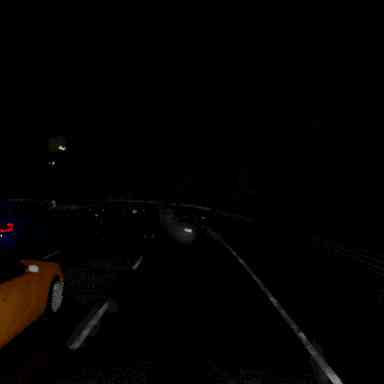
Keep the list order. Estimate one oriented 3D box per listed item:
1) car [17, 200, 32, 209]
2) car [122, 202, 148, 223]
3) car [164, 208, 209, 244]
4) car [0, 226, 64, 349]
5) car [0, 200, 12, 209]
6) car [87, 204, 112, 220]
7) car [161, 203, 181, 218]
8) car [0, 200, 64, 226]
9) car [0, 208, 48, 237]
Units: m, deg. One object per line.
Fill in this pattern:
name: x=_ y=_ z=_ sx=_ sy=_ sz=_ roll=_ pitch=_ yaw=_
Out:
car: x=-30.583 y=2.243 z=60.711 sx=1.994 sy=1.385 sz=4.181 roll=0 pitch=-1 yaw=-20
car: x=-4.918 y=1.674 z=28.989 sx=2.097 sy=1.767 sz=4.553 roll=0 pitch=-1 yaw=-7
car: x=-0.270 y=1.754 z=17.013 sx=1.994 sy=1.385 sz=4.181 roll=0 pitch=-1 yaw=-3
car: x=-3.434 y=1.530 z=4.583 sx=1.882 sy=1.535 sz=5.008 roll=0 pitch=0 yaw=0
car: x=-33.797 y=2.174 z=59.264 sx=2.128 sy=1.511 sz=4.902 roll=0 pitch=-1 yaw=-19
car: x=-8.812 y=1.848 z=31.872 sx=2.128 sy=1.511 sz=4.902 roll=0 pitch=-1 yaw=-8
car: x=-2.210 y=1.867 z=35.001 sx=1.882 sy=1.535 sz=5.008 roll=0 pitch=0 yaw=-9
car: x=-7.092 y=1.375 z=13.504 sx=2.150 sy=2.045 sz=5.566 roll=0 pitch=0 yaw=-2
car: x=-11.055 y=1.781 z=20.859 sx=2.033 sy=1.411 sz=5.357 roll=0 pitch=-1 yaw=-5
